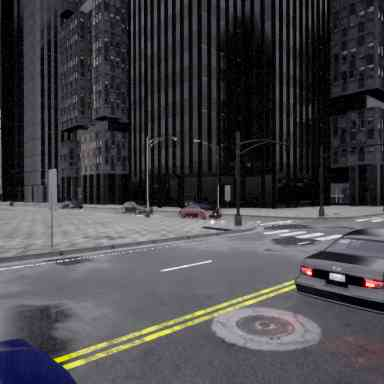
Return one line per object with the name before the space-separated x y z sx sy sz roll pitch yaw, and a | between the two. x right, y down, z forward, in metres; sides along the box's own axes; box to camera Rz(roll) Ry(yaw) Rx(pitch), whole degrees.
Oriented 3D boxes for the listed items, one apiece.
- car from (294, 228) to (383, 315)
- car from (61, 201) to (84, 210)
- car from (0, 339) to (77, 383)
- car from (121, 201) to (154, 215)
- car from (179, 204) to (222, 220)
car | 4.418 1.547 7.525 5.357 1.411 2.033 0 0 -42
car | -18.644 2.037 51.575 2.033 1.411 5.357 0 0 -41
car | -2.662 1.601 1.164 4.718 1.301 1.895 0 0 -42
car | -6.203 1.798 37.640 1.837 1.490 4.892 0 -1 -41
car | 0.678 1.750 29.957 1.994 1.385 4.181 0 0 -43
